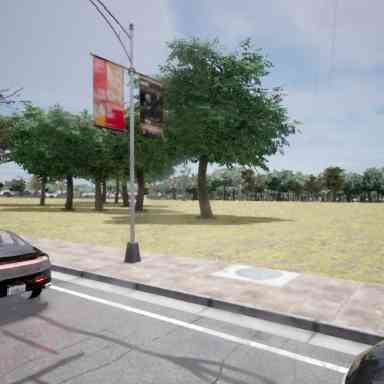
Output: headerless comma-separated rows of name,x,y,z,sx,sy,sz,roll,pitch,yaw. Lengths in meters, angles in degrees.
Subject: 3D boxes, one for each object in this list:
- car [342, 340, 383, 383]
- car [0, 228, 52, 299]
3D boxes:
car,3.234,1.492,1.369,4.902,1.511,2.128,0,0,36
car,-5.040,1.515,7.253,4.902,1.511,2.128,0,0,36
